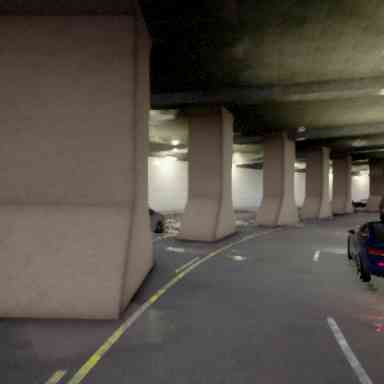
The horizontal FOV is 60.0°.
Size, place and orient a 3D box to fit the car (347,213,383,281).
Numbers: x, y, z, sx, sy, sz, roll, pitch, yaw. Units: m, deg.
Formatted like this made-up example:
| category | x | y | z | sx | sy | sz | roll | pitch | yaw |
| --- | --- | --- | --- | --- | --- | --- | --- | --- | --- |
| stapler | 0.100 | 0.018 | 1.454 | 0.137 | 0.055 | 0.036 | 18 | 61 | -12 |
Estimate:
| category | x | y | z | sx | sy | sz | roll | pitch | yaw |
| --- | --- | --- | --- | --- | --- | --- | --- | --- | --- |
| car | 5.602 | 1.555 | 9.488 | 1.812 | 1.442 | 4.674 | 0 | 0 | 20 |

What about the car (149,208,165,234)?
| category | x | y | z | sx | sy | sz | roll | pitch | yaw |
| --- | --- | --- | --- | --- | --- | --- | --- | --- | --- |
| car | -3.003 | 1.427 | 16.246 | 1.812 | 1.442 | 4.674 | 1 | 0 | 26 |

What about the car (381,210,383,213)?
| category | x | y | z | sx | sy | sz | roll | pitch | yaw |
| --- | --- | --- | --- | --- | --- | --- | --- | --- | --- |
| car | 15.628 | 1.652 | 25.211 | 1.994 | 1.385 | 4.181 | 1 | 0 | 39 |

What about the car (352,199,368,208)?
| category | x | y | z | sx | sy | sz | roll | pitch | yaw |
| --- | --- | --- | --- | --- | --- | --- | --- | --- | --- |
| car | 25.753 | 1.664 | 48.862 | 5.357 | 1.411 | 2.033 | 1 | 0 | -34 |
